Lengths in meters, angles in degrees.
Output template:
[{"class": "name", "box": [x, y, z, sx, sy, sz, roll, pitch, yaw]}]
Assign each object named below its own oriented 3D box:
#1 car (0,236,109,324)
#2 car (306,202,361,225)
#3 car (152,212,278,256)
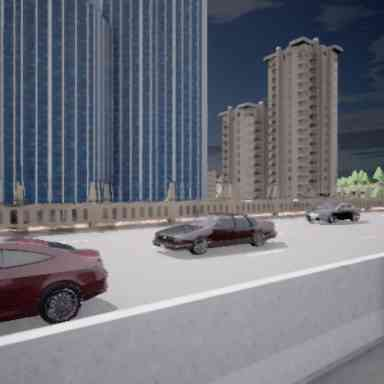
[{"class": "car", "box": [-3.769, 1.525, 5.604, 4.674, 1.442, 1.812, 0, 0, -35]}, {"class": "car", "box": [10.331, 1.497, 24.254, 4.902, 1.511, 2.128, 0, 0, -35]}, {"class": "car", "box": [1.126, 1.549, 13.394, 5.357, 1.411, 2.033, 0, 0, -36]}]
